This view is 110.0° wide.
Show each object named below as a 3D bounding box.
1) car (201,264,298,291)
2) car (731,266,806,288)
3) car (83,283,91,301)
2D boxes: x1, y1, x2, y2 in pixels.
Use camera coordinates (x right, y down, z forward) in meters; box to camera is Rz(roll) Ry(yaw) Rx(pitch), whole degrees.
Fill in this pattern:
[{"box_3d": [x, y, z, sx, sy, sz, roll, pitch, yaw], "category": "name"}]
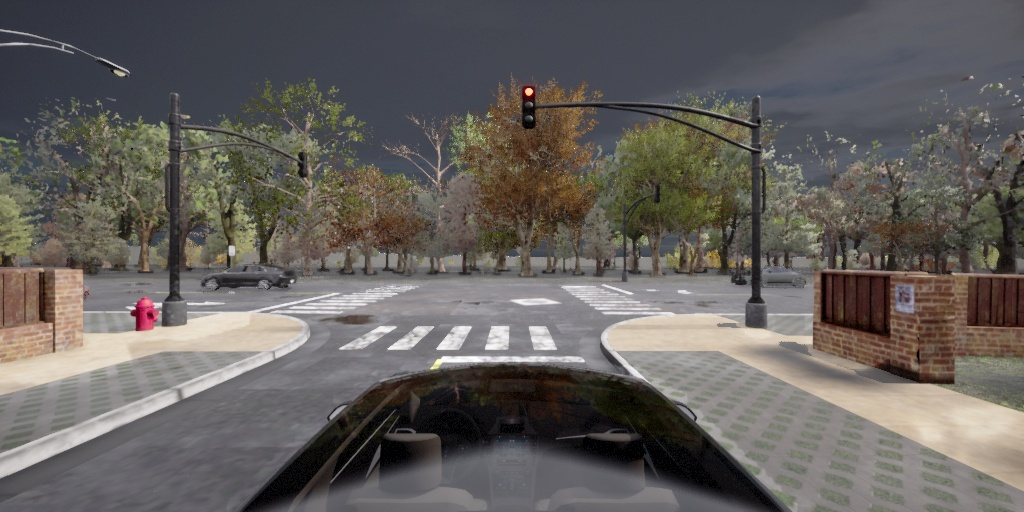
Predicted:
[{"box_3d": [-15.102, 1.204, 20.695, 4.892, 1.490, 1.837, 0, 0, 0], "category": "car"}, {"box_3d": [17.057, 1.386, 23.954, 4.181, 1.385, 1.994, 0, 0, 0], "category": "car"}, {"box_3d": [-19.484, 1.200, 13.973, 4.674, 1.442, 1.812, 0, 0, 0], "category": "car"}]
